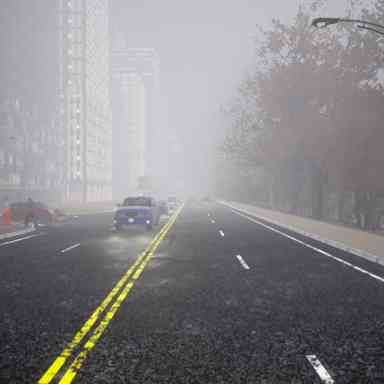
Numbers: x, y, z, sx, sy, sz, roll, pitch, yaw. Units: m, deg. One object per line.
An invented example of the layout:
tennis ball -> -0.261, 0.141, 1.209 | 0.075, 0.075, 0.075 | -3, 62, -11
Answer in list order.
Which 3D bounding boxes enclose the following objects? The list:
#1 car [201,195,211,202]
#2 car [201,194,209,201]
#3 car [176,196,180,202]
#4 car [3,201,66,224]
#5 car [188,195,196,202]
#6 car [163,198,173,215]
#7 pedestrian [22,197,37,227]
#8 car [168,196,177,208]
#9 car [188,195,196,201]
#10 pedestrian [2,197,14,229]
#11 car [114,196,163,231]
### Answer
car -> 3.252, 1.503, 74.896 | 1.837, 1.490, 4.892 | 0, 0, 0
car -> 3.254, 1.373, 85.290 | 1.882, 1.535, 5.008 | 0, 0, 0
car -> -3.368, 1.507, 55.181 | 1.837, 1.490, 4.892 | 0, 1, -2
car -> -12.528, 1.537, 26.584 | 4.553, 1.767, 2.097 | -1, 0, 8
car -> 0.003, 1.543, 74.897 | 2.033, 1.411, 5.357 | 0, 0, 0
car -> -3.355, 1.585, 33.705 | 1.994, 1.385, 4.181 | 0, 0, 0
pedestrian -> -9.465, 1.143, 19.408 | 0.375, 1.860, 0.375 | 0, 0, 0
car -> -3.345, 1.603, 43.714 | 1.895, 1.301, 4.718 | 0, 0, 0
car -> 0.004, 1.420, 85.290 | 1.812, 1.442, 4.674 | 0, 0, 0
pedestrian -> -10.422, 1.142, 18.772 | 0.375, 1.860, 0.375 | 0, 0, 0
car -> -3.367, 1.278, 21.111 | 2.150, 2.045, 5.566 | 0, -1, 0
